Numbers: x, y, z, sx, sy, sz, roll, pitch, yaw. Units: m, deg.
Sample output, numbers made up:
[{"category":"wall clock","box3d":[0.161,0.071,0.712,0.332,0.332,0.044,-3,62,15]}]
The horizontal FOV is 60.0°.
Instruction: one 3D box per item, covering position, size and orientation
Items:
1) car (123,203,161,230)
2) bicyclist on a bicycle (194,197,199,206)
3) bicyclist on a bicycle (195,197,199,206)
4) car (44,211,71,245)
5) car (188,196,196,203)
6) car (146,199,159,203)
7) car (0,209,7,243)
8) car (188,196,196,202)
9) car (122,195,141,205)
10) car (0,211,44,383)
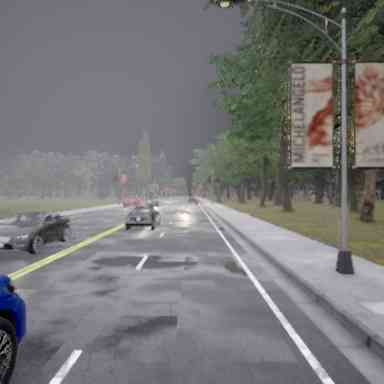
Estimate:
[{"category":"car","box3d":[-3.163,1.672,22.151,2.033,1.411,5.357,0,0,0]},{"category":"bicyclist on a bicycle","box3d":[0.858,1.827,64.952,0.866,1.612,1.509,0,0,0]},{"category":"bicyclist on a bicycle","box3d":[0.860,1.770,56.028,0.866,1.612,1.509,0,0,0]},{"category":"car","box3d":[-6.609,1.569,13.823,2.128,1.511,4.902,0,0,0]},{"category":"car","box3d":[-0.055,1.942,80.595,1.837,1.490,4.892,0,0,0]},{"category":"car","box3d":[-6.597,1.894,55.576,1.994,1.385,4.181,0,0,0]},{"category":"car","box3d":[-9.858,1.567,13.378,2.128,1.511,4.902,0,0,0]},{"category":"car","box3d":[-0.065,1.963,95.491,2.128,1.511,4.902,0,0,0]},{"category":"car","box3d":[-9.843,1.546,54.552,2.150,2.045,5.566,0,0,0]},{"category":"car","box3d":[-3.152,1.232,1.811,2.150,2.045,5.566,0,0,0]}]
